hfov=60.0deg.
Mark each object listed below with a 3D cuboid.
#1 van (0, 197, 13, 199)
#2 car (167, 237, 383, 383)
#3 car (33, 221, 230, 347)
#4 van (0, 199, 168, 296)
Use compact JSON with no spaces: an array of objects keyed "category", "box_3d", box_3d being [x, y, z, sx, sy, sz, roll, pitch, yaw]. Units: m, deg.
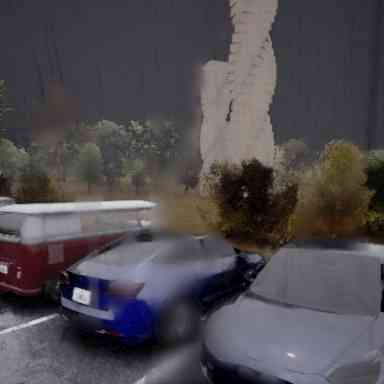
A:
[{"category":"van","box_3d":[-9.237,1.163,12.812,1.878,1.987,4.442,1,0,35]},{"category":"car","box_3d":[2.029,1.507,4.888,2.163,1.488,4.792,0,0,35]},{"category":"car","box_3d":[-0.178,1.495,6.534,2.163,1.488,4.792,0,0,35]},{"category":"van","box_3d":[-2.368,1.227,8.202,1.878,1.987,4.442,0,0,35]}]
